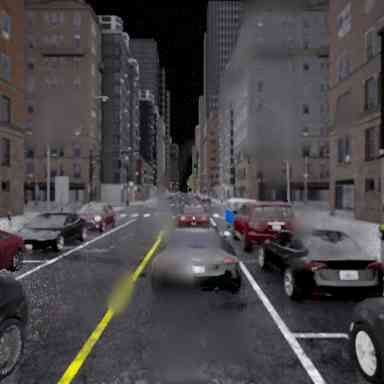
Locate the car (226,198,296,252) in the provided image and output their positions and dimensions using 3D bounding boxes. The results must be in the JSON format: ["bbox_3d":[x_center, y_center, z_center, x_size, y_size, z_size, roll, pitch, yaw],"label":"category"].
[{"bbox_3d":[2.858,1.278,13.659,2.192,1.841,5.009,0,0,0],"label":"car"}]

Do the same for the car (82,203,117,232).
[{"bbox_3d":[-5.668,1.389,19.177,1.967,1.590,4.097,0,0,0],"label":"car"}]

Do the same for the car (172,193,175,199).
[{"bbox_3d":[-6.576,1.145,91.162,2.192,1.841,5.009,0,0,-1],"label":"car"}]

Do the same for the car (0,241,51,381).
[{"bbox_3d":[-3.098,1.518,2.727,1.812,1.442,4.674,0,0,0],"label":"car"}]

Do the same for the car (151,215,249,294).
[{"bbox_3d":[0.098,1.541,8.781,1.994,1.385,4.181,0,0,0],"label":"car"}]

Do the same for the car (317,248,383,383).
[{"bbox_3d":[2.858,1.543,2.612,2.008,1.369,4.403,0,0,0],"label":"car"}]

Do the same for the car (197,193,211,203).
[{"bbox_3d":[2.570,1.297,63.073,1.967,1.590,4.097,0,0,-1],"label":"car"}]

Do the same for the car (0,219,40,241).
[{"bbox_3d":[-5.668,1.560,8.128,1.802,1.307,4.206,0,0,0],"label":"car"}]

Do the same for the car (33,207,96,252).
[{"bbox_3d":[-5.668,1.529,13.653,1.947,1.339,4.313,0,0,0],"label":"car"}]

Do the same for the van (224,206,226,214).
[{"bbox_3d":[2.858,1.290,19.183,1.690,1.788,3.998,0,0,0],"label":"van"}]

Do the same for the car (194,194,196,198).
[{"bbox_3d":[2.072,1.409,85.684,1.802,1.307,4.206,0,0,-1],"label":"car"}]

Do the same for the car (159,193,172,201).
[{"bbox_3d":[-6.202,1.280,74.201,1.967,1.590,4.097,0,0,-1],"label":"car"}]

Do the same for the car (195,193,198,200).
[{"bbox_3d":[2.322,1.421,74.381,1.802,1.307,4.206,0,0,-1],"label":"car"}]

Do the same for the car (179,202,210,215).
[{"bbox_3d":[0.100,1.543,21.378,1.895,1.301,4.718,0,0,0],"label":"car"}]

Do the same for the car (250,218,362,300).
[{"bbox_3d":[2.858,1.544,8.136,1.947,1.339,4.313,0,0,0],"label":"car"}]
